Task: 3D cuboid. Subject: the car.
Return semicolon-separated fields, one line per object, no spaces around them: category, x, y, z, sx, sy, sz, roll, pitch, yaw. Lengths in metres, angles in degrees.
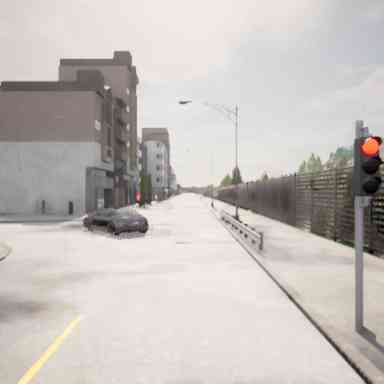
car;-4.230;1.522;18.189;1.994;1.385;4.181;0;0;-44
